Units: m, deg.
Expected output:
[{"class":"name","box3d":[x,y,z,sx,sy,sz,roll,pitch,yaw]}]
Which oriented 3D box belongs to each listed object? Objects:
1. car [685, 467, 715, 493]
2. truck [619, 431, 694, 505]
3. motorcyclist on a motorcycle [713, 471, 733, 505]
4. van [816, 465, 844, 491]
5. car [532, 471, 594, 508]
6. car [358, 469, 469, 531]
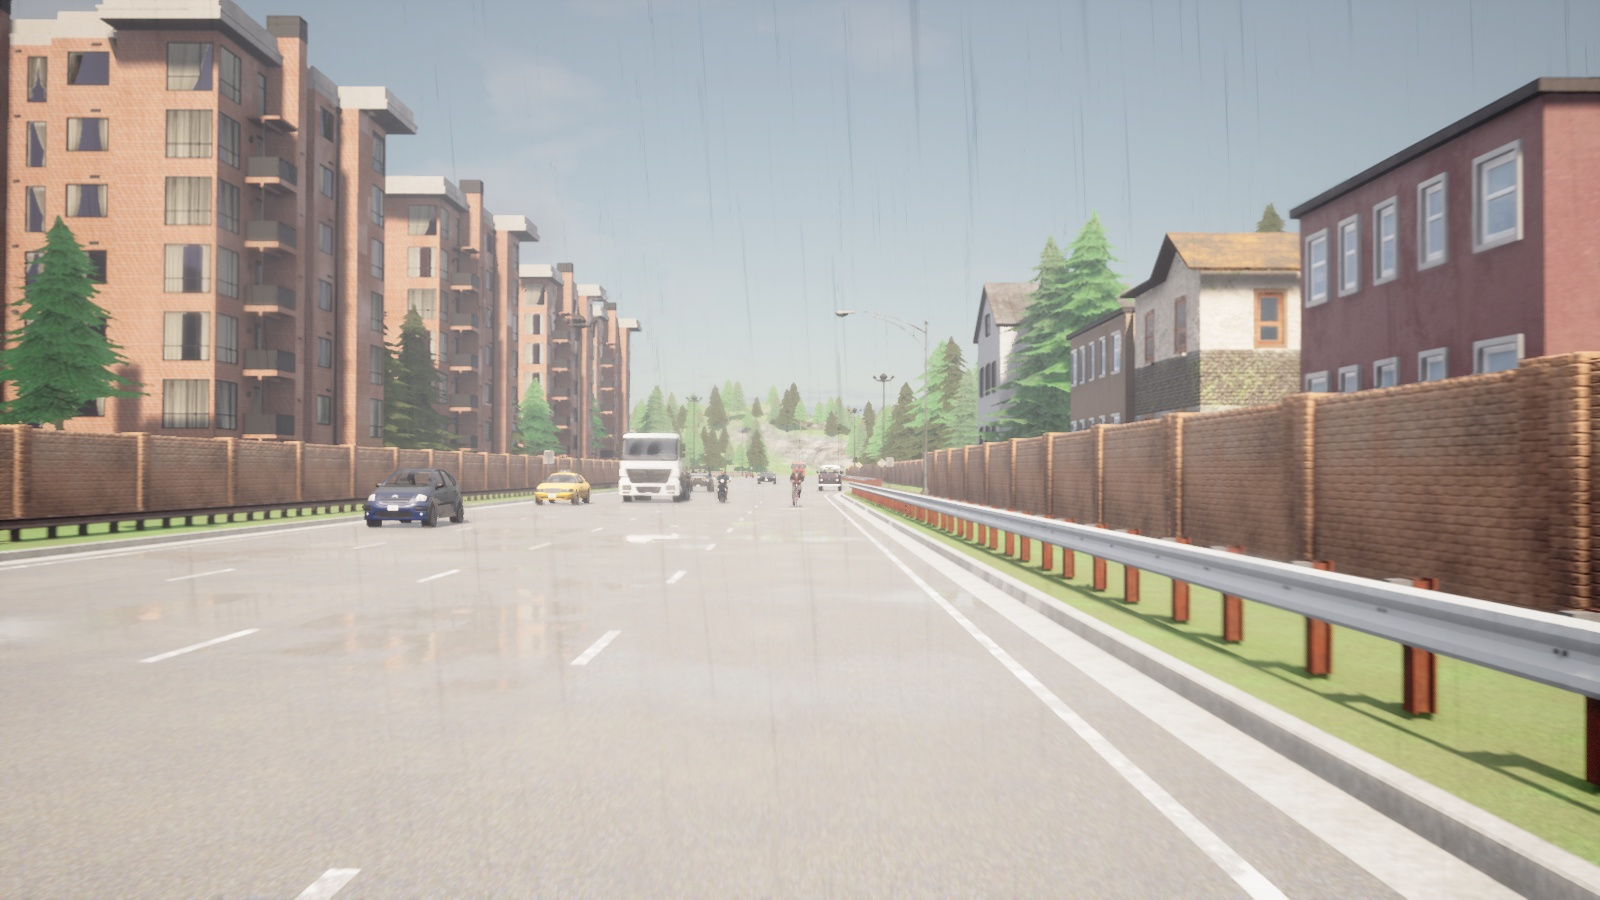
[{"class":"car","box3d":[-7.222,2.161,91.039,1.905,1.878,3.866,0,-1,0]},{"class":"truck","box3d":[-7.158,0.923,63.488,2.891,3.462,7.936,0,-1,0]},{"class":"motorcyclist on a motorcycle","box3d":[-3.645,1.779,59.583,0.866,1.590,1.817,0,-1,0]},{"class":"van","box3d":[2.364,2.171,98.222,2.069,2.038,4.480,0,-1,4]},{"class":"car","box3d":[-10.638,1.745,56.759,1.801,1.575,5.366,0,-1,0]},{"class":"car","box3d":[-10.585,1.335,34.666,1.851,1.617,3.988,0,-1,0]}]
